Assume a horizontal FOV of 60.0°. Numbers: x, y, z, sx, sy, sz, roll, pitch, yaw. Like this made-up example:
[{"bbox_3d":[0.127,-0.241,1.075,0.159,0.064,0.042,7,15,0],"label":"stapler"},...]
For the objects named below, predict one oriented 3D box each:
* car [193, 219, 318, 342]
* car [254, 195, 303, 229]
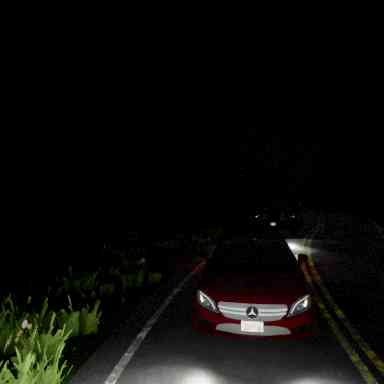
[{"bbox_3d":[1.229,1.534,6.728,1.812,1.442,4.674,-1,0,11],"label":"car"},{"bbox_3d":[5.020,1.214,18.937,2.150,2.045,5.566,-2,-1,22],"label":"car"}]
